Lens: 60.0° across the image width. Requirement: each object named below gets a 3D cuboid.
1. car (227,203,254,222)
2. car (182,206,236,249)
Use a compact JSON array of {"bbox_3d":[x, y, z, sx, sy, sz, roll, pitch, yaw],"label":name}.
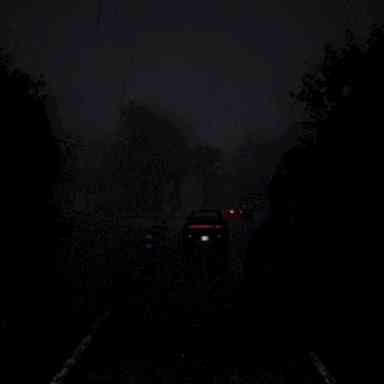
[{"bbox_3d":[4.315,1.820,30.956,2.097,1.767,4.553,0,-2,23],"label":"car"},{"bbox_3d":[0.659,1.569,14.793,2.128,1.511,4.902,0,-1,5],"label":"car"}]
